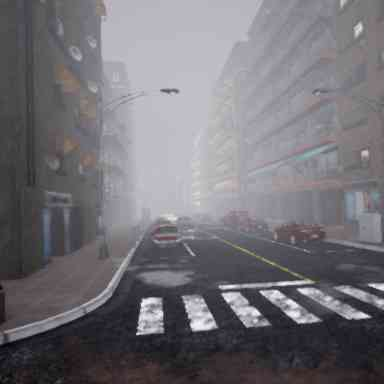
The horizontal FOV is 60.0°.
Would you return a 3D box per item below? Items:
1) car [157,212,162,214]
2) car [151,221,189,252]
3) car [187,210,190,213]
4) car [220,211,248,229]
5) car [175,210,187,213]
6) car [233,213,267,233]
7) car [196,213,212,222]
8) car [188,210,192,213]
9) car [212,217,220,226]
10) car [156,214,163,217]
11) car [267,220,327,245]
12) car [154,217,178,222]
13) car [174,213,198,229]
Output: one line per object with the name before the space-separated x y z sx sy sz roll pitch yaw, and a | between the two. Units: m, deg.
car | -8.853 6.302 90.816 1.967 1.590 4.097 -2 -3 -6
car | -1.448 2.602 19.197 1.802 1.307 4.206 -2 -3 -6
car | -1.012 5.933 91.410 2.192 1.841 5.009 -2 -3 -6
car | 4.778 2.910 35.144 2.192 1.841 5.009 -2 -3 -6
car | -3.178 5.986 87.714 1.895 1.301 4.718 -2 -3 -6
car | 5.370 2.839 29.507 1.887 1.381 4.507 -2 -3 -6
car | 2.465 4.366 57.637 1.947 1.339 4.313 -2 -3 -6
car | 0.721 5.259 74.517 2.008 1.369 4.403 -2 -3 -6
car | 4.208 3.446 40.759 2.008 1.369 4.403 -2 -3 -6
car | -3.628 3.711 40.290 1.947 1.339 4.313 -2 -3 -6
car | 6.351 2.333 20.019 1.887 1.381 4.507 -2 -3 -6
car | -2.468 3.127 29.063 1.802 1.307 4.206 -2 -3 -6
car | -0.882 3.477 37.883 2.033 1.411 5.357 -2 -3 -6
